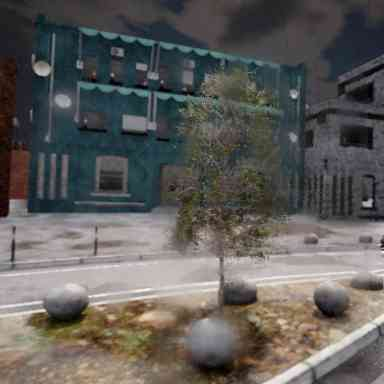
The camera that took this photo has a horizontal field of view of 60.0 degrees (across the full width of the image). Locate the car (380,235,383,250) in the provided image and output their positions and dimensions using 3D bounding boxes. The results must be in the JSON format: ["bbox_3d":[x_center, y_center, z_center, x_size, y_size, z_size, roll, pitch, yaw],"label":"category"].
[{"bbox_3d":[9.678,1.789,12.896,4.892,1.490,1.837,2,-2,-16],"label":"car"}]
